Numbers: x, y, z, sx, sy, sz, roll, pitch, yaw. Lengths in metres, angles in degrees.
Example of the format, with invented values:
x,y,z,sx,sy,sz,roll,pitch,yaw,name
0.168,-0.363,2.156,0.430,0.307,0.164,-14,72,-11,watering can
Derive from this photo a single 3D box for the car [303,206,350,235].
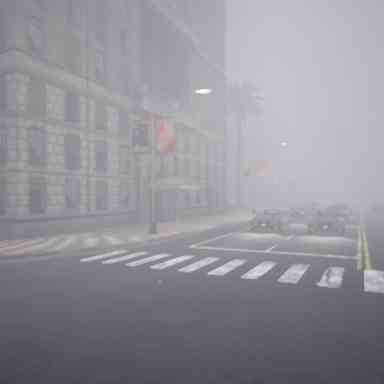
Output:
x,y,z,sx,sy,sz,roll,pitch,yaw,name
8.310,1.772,20.283,1.994,1.385,4.181,-1,-1,27,car

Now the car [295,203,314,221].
x,y,z,sx,sy,sz,roll,pitch,yaw,name
9.838,1.947,30.974,1.895,1.301,4.718,-1,-1,27,car

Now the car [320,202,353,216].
x,y,z,sx,sy,sz,roll,pitch,yaw,name
12.299,1.783,28.110,1.837,1.490,4.892,-1,-1,27,car

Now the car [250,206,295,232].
x,y,z,sx,sy,sz,roll,pitch,yaw,name
5.260,1.831,22.007,1.994,1.385,4.181,-1,-1,27,car

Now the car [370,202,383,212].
x,y,z,sx,sy,sz,roll,pitch,yaw,name
24.163,1.964,43.099,1.895,1.301,4.718,-1,-1,28,car

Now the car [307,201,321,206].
x,y,z,sx,sy,sz,roll,pitch,yaw,name
14.668,1.932,40.233,1.837,1.490,4.892,-1,-1,28,car
